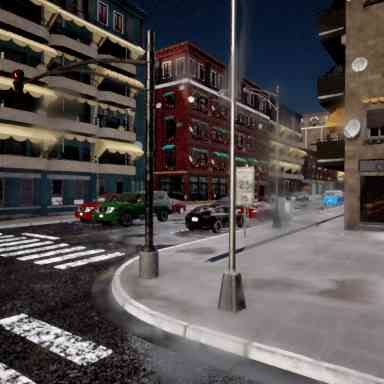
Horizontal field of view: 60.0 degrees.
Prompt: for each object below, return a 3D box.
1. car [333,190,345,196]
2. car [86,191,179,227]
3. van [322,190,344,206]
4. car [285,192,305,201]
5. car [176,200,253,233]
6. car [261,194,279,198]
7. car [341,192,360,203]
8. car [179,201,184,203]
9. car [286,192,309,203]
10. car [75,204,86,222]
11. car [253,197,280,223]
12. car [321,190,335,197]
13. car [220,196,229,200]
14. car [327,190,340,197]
[{"bbox_3d":[36.232,0.255,82.071,1.802,1.307,4.206,2,2,35],"label":"car"},{"bbox_3d":[-3.563,0.963,21.130,2.150,2.045,5.566,1,1,35],"label":"car"},{"bbox_3d":[17.388,0.721,40.781,1.690,1.788,3.998,2,2,35],"label":"van"},{"bbox_3d":[16.977,0.719,54.751,1.947,1.339,4.313,2,2,35],"label":"car"},{"bbox_3d":[1.340,1.348,18.019,1.947,1.339,4.313,2,2,35],"label":"car"},{"bbox_3d":[10.559,0.880,45.644,1.947,1.339,4.313,2,2,35],"label":"car"},{"bbox_3d":[23.804,0.763,49.890,1.887,1.381,4.507,2,2,35],"label":"car"},{"bbox_3d":[-2.278,1.180,27.431,1.887,1.381,4.507,2,2,35],"label":"car"},{"bbox_3d":[15.462,0.759,47.964,2.128,1.511,4.902,1,1,35],"label":"car"},{"bbox_3d":[-5.485,1.031,22.872,2.192,1.841,5.009,2,2,35],"label":"car"},{"bbox_3d":[4.549,1.283,22.572,1.802,1.307,4.206,2,2,35],"label":"car"},{"bbox_3d":[29.814,0.378,72.964,1.887,1.381,4.507,2,2,35],"label":"car"},{"bbox_3d":[3.716,1.105,31.477,2.033,1.411,5.357,1,1,34],"label":"car"},{"bbox_3d":[33.023,0.335,77.517,1.802,1.307,4.206,2,2,35],"label":"car"}]
